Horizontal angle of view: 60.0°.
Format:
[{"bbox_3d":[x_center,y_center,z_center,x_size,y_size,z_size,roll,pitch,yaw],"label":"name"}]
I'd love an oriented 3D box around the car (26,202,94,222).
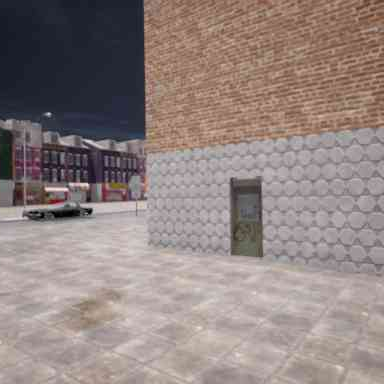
[{"bbox_3d":[-9.986,1.487,25.363,1.895,1.301,4.718,-2,0,35],"label":"car"}]
